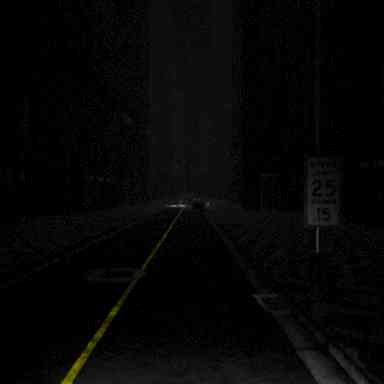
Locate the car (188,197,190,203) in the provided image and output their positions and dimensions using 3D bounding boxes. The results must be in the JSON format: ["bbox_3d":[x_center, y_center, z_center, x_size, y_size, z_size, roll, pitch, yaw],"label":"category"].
[{"bbox_3d":[-0.006,1.931,85.256,2.097,1.767,4.553,0,0,0],"label":"car"}]

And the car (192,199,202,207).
[{"bbox_3d":[0.896,2.106,64.763,1.812,1.442,4.674,0,0,0],"label":"car"}]

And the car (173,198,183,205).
[{"bbox_3d":[-3.005,1.986,71.789,2.097,1.767,4.553,0,0,0],"label":"car"}]

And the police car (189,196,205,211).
[{"bbox_3d":[0.896,1.877,48.873,1.930,1.638,5.238,0,0,0],"label":"police car"}]

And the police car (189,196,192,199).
[{"bbox_3d":[0.896,1.959,58.874,1.930,1.638,5.238,0,0,0],"label":"police car"}]
